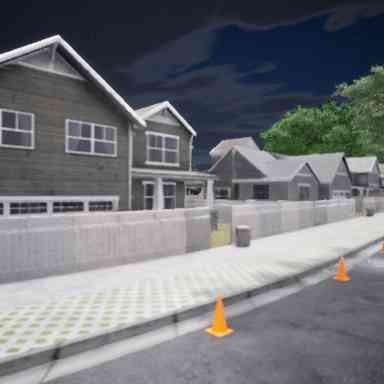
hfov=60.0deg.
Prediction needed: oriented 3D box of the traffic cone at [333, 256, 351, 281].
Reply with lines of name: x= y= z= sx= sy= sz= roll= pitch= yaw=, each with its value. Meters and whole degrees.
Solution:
traffic cone: x=3.923 y=1.967 z=8.687 sx=0.340 sy=0.580 sz=0.340 roll=0 pitch=0 yaw=44

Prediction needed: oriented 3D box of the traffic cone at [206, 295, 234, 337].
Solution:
traffic cone: x=0.453 y=1.976 z=5.423 sx=0.340 sy=0.580 sz=0.340 roll=0 pitch=0 yaw=-41

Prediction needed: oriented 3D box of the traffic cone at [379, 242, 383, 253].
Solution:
traffic cone: x=7.154 y=1.960 z=12.311 sx=0.340 sy=0.580 sz=0.340 roll=0 pitch=0 yaw=41
